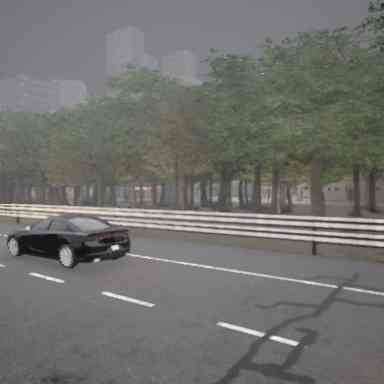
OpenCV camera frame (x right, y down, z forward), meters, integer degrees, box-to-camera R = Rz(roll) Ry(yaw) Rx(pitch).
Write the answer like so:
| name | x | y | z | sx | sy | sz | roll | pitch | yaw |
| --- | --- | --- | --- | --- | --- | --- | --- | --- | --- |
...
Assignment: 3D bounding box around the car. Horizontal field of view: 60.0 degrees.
| name | x | y | z | sx | sy | sz | roll | pitch | yaw |
| --- | --- | --- | --- | --- | --- | --- | --- | --- | --- |
| car | -4.268 | 1.500 | 11.216 | 5.008 | 1.535 | 1.882 | 0 | 0 | 36 |
